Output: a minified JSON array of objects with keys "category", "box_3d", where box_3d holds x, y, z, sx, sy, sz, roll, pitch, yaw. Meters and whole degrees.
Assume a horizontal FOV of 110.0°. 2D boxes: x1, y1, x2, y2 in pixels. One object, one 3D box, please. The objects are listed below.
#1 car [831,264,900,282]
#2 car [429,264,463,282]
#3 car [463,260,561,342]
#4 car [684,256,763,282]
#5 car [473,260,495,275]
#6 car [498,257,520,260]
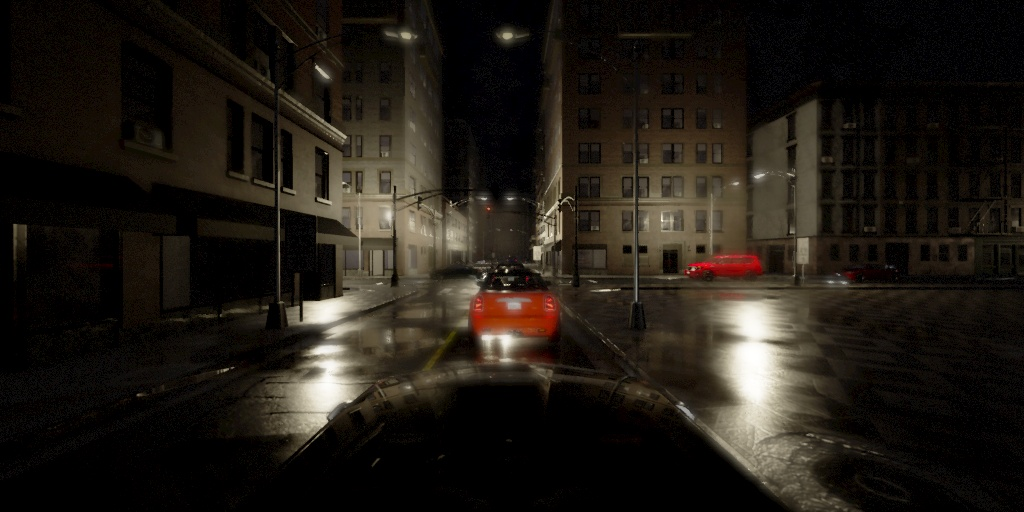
[{"category":"car","box_3d":[28.179,1.327,28.696,4.181,1.385,1.994,0,0,0]},{"category":"car","box_3d":[-4.394,1.320,28.405,4.181,1.385,1.994,0,0,-1]},{"category":"car","box_3d":[0.058,1.104,9.898,2.097,1.767,4.553,0,0,0]},{"category":"car","box_3d":[16.829,0.986,28.597,5.566,2.045,2.150,0,0,0]},{"category":"car","box_3d":[-3.177,1.252,41.217,2.128,1.511,4.902,0,0,0]},{"category":"car","box_3d":[-0.162,1.107,18.819,2.097,1.767,4.553,0,0,-3]}]
